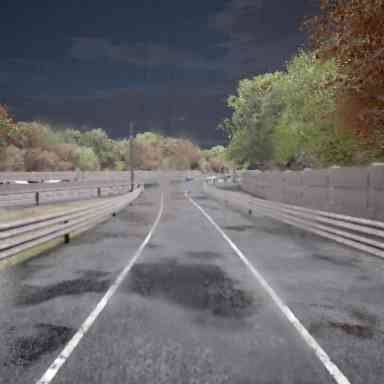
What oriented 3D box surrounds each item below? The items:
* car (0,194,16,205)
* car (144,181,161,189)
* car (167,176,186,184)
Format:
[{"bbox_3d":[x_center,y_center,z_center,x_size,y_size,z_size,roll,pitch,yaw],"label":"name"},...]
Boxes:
[{"bbox_3d":[-20.263,0.723,34.022,1.994,1.385,4.181,1,4,20],"label":"car"},{"bbox_3d":[-7.840,-1.477,66.817,1.837,1.490,4.892,2,4,21],"label":"car"},{"bbox_3d":[-3.943,-2.817,86.630,1.882,1.535,5.008,1,4,21],"label":"car"}]
